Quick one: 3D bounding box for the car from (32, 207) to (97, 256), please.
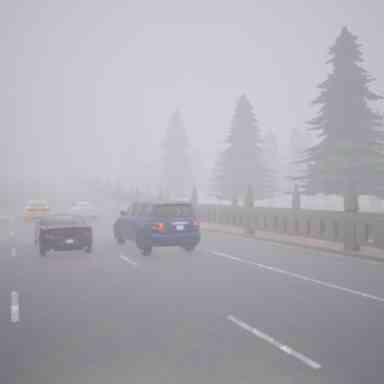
[{"bbox_3d":[-5.545,1.626,14.138,1.882,1.535,5.008,0,0,-28],"label":"car"}]

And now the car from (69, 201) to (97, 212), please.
[{"bbox_3d":[-9.413,1.528,28.584,1.812,1.442,4.674,0,2,-28],"label":"car"}]

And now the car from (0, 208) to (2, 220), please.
[{"bbox_3d":[-14.948,1.554,24.078,2.033,1.411,5.357,0,2,-28],"label":"car"}]

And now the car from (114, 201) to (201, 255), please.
[{"bbox_3d":[-1.687,1.380,14.335,2.150,2.045,5.566,0,0,-28],"label":"car"}]

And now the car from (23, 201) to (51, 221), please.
[{"bbox_3d":[-12.651,1.444,27.219,1.882,1.535,5.008,0,2,-28],"label":"car"}]
